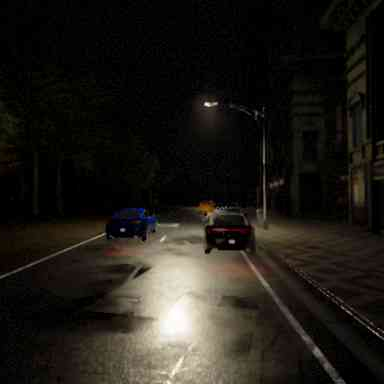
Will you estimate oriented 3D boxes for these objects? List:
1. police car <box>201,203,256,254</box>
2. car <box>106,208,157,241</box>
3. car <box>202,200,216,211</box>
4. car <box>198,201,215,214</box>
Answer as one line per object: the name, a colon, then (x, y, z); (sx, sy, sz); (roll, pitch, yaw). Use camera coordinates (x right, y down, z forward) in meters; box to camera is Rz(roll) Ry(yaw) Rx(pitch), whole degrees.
police car: (1.448, 1.505, 14.045); (1.930, 1.638, 5.238); (0, 0, 2)
car: (-3.031, 1.574, 17.442); (1.882, 1.535, 5.008); (0, 0, 2)
car: (2.764, 2.082, 51.976); (1.882, 1.535, 5.008); (0, -1, 6)
car: (1.861, 1.850, 40.991); (1.882, 1.535, 5.008); (0, -1, 6)
